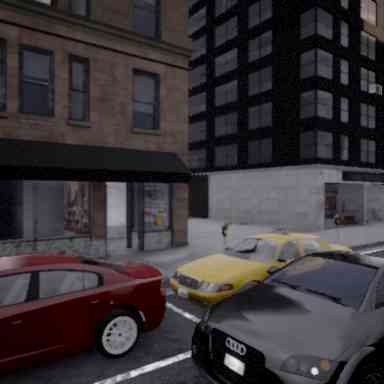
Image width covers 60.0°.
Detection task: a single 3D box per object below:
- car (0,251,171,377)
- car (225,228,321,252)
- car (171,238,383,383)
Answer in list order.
[{"bbox_3d":[-2.497,1.545,4.406,4.507,1.381,1.887,0,0,-36],"label":"car"},{"bbox_3d":[1.804,1.527,7.476,4.829,1.417,1.752,0,0,-36],"label":"car"},{"bbox_3d":[2.054,1.566,4.534,4.181,1.385,1.994,0,0,-35],"label":"car"}]
